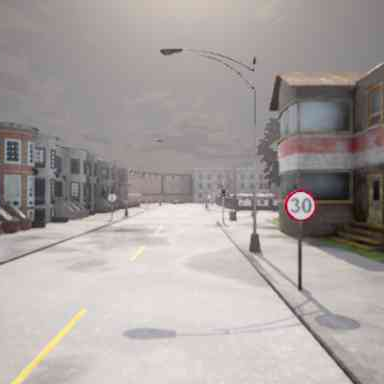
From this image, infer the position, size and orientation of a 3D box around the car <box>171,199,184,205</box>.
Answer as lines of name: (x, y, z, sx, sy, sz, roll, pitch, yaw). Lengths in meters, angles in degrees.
car: (-3.475, 2.533, 81.480, 2.033, 1.411, 5.357, 0, -1, 17)
